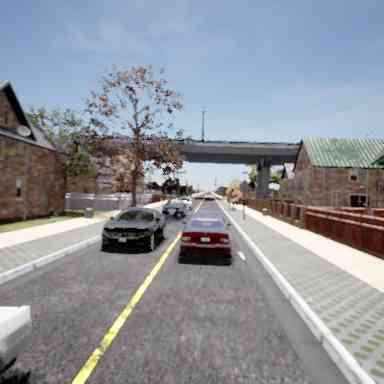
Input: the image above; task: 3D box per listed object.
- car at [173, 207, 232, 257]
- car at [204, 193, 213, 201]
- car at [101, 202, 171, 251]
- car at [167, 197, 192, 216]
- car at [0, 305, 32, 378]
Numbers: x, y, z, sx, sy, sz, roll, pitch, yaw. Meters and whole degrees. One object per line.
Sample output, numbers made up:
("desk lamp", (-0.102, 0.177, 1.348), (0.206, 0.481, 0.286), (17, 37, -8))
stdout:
("car", (0.554, 1.552, 13.006), (2.033, 1.411, 5.357), (2, 0, 3))
("car", (3.991, 1.446, 80.728), (1.895, 1.301, 4.718), (2, 0, 3))
("car", (-2.249, 1.382, 13.904), (1.882, 1.535, 5.008), (2, 0, 3))
("car", (-1.468, 1.397, 28.757), (2.128, 1.511, 4.902), (2, 0, 3))
("car", (-2.851, 1.501, 1.645), (1.895, 1.301, 4.718), (2, 0, 2))
